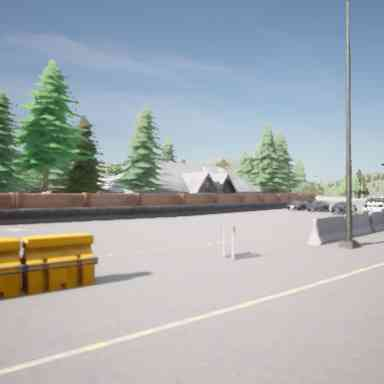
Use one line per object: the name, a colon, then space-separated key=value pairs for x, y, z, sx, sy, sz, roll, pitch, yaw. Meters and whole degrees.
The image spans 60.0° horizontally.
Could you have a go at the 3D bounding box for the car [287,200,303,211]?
car: x=15.208 y=1.911 z=47.415 sx=2.128 sy=1.511 sz=4.902 roll=0 pitch=-1 yaw=39

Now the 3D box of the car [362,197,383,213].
car: x=21.492 y=1.552 z=38.504 sx=2.150 sy=2.045 sz=5.566 roll=0 pitch=-1 yaw=40

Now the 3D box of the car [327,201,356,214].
car: x=18.348 y=1.855 z=40.239 sx=1.837 sy=1.490 sz=4.892 roll=0 pitch=-1 yaw=40

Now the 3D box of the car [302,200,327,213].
car: x=16.635 y=1.888 z=43.628 sx=1.837 sy=1.490 sz=4.892 roll=0 pitch=-1 yaw=40
